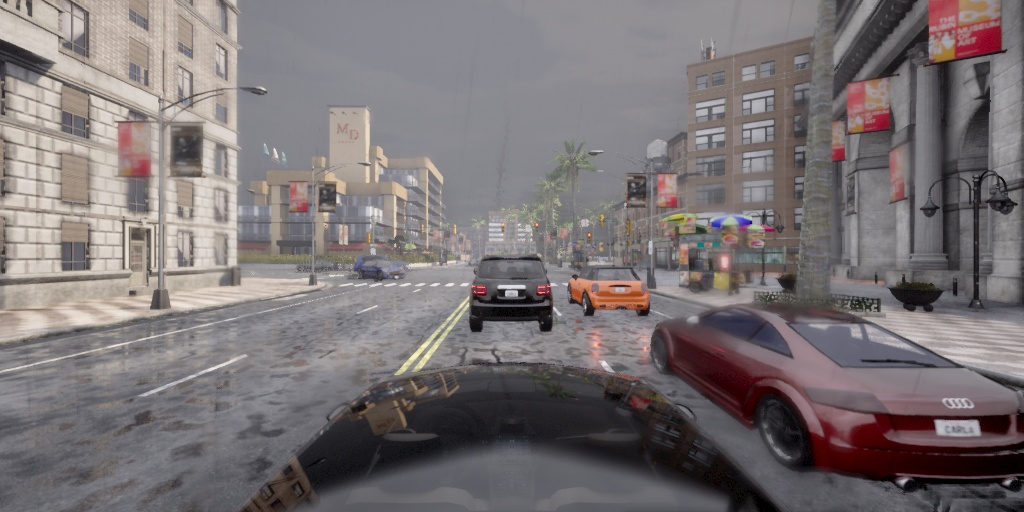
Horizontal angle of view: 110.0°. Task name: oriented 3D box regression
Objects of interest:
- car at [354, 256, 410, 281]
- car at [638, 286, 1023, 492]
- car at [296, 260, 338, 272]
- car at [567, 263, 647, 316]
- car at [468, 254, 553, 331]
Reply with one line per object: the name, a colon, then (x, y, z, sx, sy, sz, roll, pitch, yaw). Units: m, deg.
car: (-10.764, 1.102, 29.744, 4.553, 1.767, 2.097, 0, 0, 41)
car: (3.481, 1.314, 4.810, 1.994, 1.385, 4.181, 0, 0, 0)
car: (-24.700, 1.241, 45.514, 4.902, 1.511, 2.128, 0, 0, -1)
car: (3.432, 1.102, 13.570, 2.097, 1.767, 4.553, 0, 0, -1)
car: (-0.043, 0.971, 11.085, 2.150, 2.045, 5.566, 0, 0, -1)
